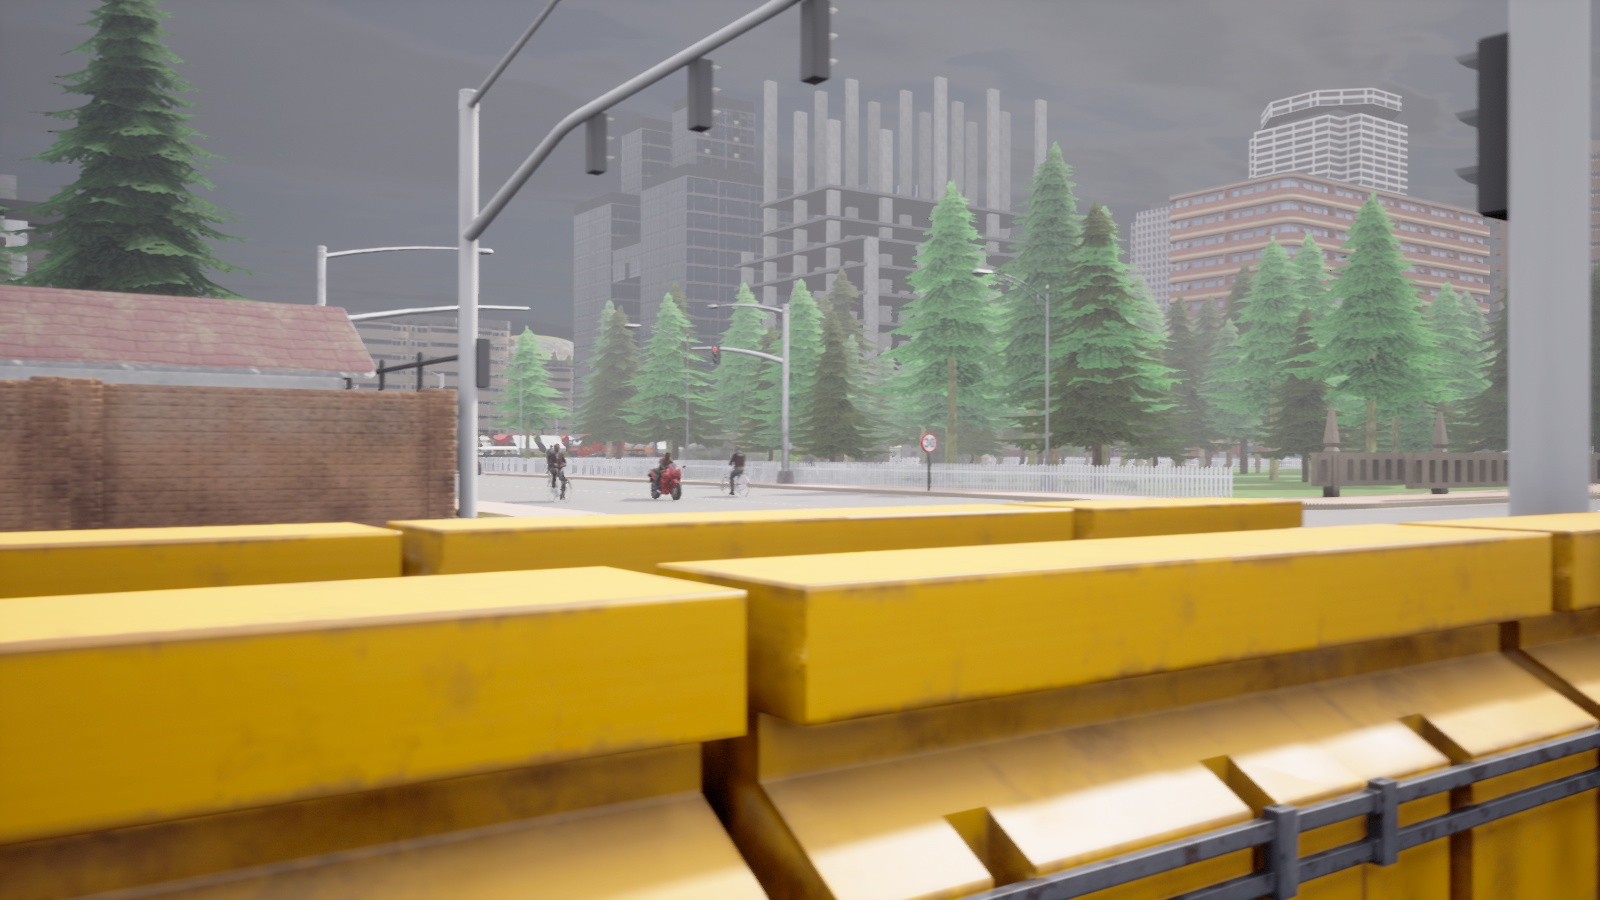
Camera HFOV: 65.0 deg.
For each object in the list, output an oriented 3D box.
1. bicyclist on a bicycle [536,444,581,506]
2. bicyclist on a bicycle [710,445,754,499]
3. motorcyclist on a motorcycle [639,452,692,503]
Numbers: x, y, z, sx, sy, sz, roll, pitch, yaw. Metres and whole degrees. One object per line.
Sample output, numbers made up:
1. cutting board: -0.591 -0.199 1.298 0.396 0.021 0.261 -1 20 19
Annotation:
1. bicyclist on a bicycle: -7.153 0.722 37.140 0.659 1.776 1.843 0 0 -33
2. bicyclist on a bicycle: -2.305 0.725 42.533 0.659 1.776 1.843 0 0 -33
3. motorcyclist on a motorcycle: -4.189 0.832 39.012 0.797 1.523 2.044 0 0 -33
